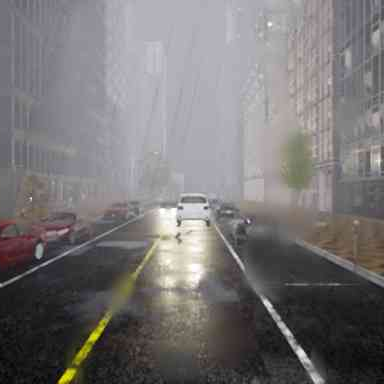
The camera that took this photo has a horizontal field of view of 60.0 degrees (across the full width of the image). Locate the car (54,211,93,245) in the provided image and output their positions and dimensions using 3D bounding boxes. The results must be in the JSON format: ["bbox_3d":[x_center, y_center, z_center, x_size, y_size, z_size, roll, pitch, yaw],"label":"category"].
[{"bbox_3d":[-5.695,1.522,14.994,1.802,1.307,4.206,0,0,0],"label":"car"}]

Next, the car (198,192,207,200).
[{"bbox_3d":[2.658,0.925,83.295,2.192,1.841,5.009,0,0,0],"label":"car"}]

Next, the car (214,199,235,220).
[{"bbox_3d":[2.681,1.458,26.374,1.947,1.339,4.313,0,0,0],"label":"car"}]

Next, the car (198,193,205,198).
[{"bbox_3d":[2.652,1.071,94.849,1.752,1.417,4.829,0,0,0],"label":"car"}]

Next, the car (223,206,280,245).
[{"bbox_3d":[2.685,1.506,14.990,1.947,1.339,4.313,0,0,0],"label":"car"}]

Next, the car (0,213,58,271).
[{"bbox_3d":[-5.693,1.508,9.300,1.887,1.381,4.507,0,0,0],"label":"car"}]

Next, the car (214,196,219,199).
[{"bbox_3d":[2.676,1.408,37.758,1.947,1.339,4.313,0,0,0],"label":"car"}]

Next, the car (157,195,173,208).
[{"bbox_3d":[-3.111,1.412,44.305,1.895,1.301,4.718,0,0,0],"label":"car"}]

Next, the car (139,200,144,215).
[{"bbox_3d":[-5.702,1.433,32.071,1.947,1.339,4.313,0,0,0],"label":"car"}]

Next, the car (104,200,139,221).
[{"bbox_3d":[-5.700,1.437,26.378,1.887,1.381,4.507,0,0,0],"label":"car"}]

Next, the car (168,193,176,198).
[{"bbox_3d":[-5.729,1.112,94.689,1.947,1.339,4.313,0,0,0],"label":"car"}]

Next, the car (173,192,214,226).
[{"bbox_3d":[0.088,1.129,22.777,2.150,2.045,5.566,0,0,0],"label":"car"}]

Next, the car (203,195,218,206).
[{"bbox_3d":[2.672,1.228,49.142,1.967,1.590,4.097,0,0,0],"label":"car"}]

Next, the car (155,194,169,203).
[{"bbox_3d":[-5.714,1.257,60.364,1.752,1.417,4.829,0,0,0],"label":"car"}]

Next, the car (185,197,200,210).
[{"bbox_3d":[0.089,1.350,41.457,1.812,1.442,4.674,0,0,0],"label":"car"}]

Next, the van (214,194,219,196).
[{"bbox_3d":[2.674,1.157,43.451,1.690,1.788,3.998,0,0,0],"label":"van"}]

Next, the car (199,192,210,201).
[{"bbox_3d":[2.663,0.987,71.910,2.192,1.841,5.009,0,0,0],"label":"car"}]
